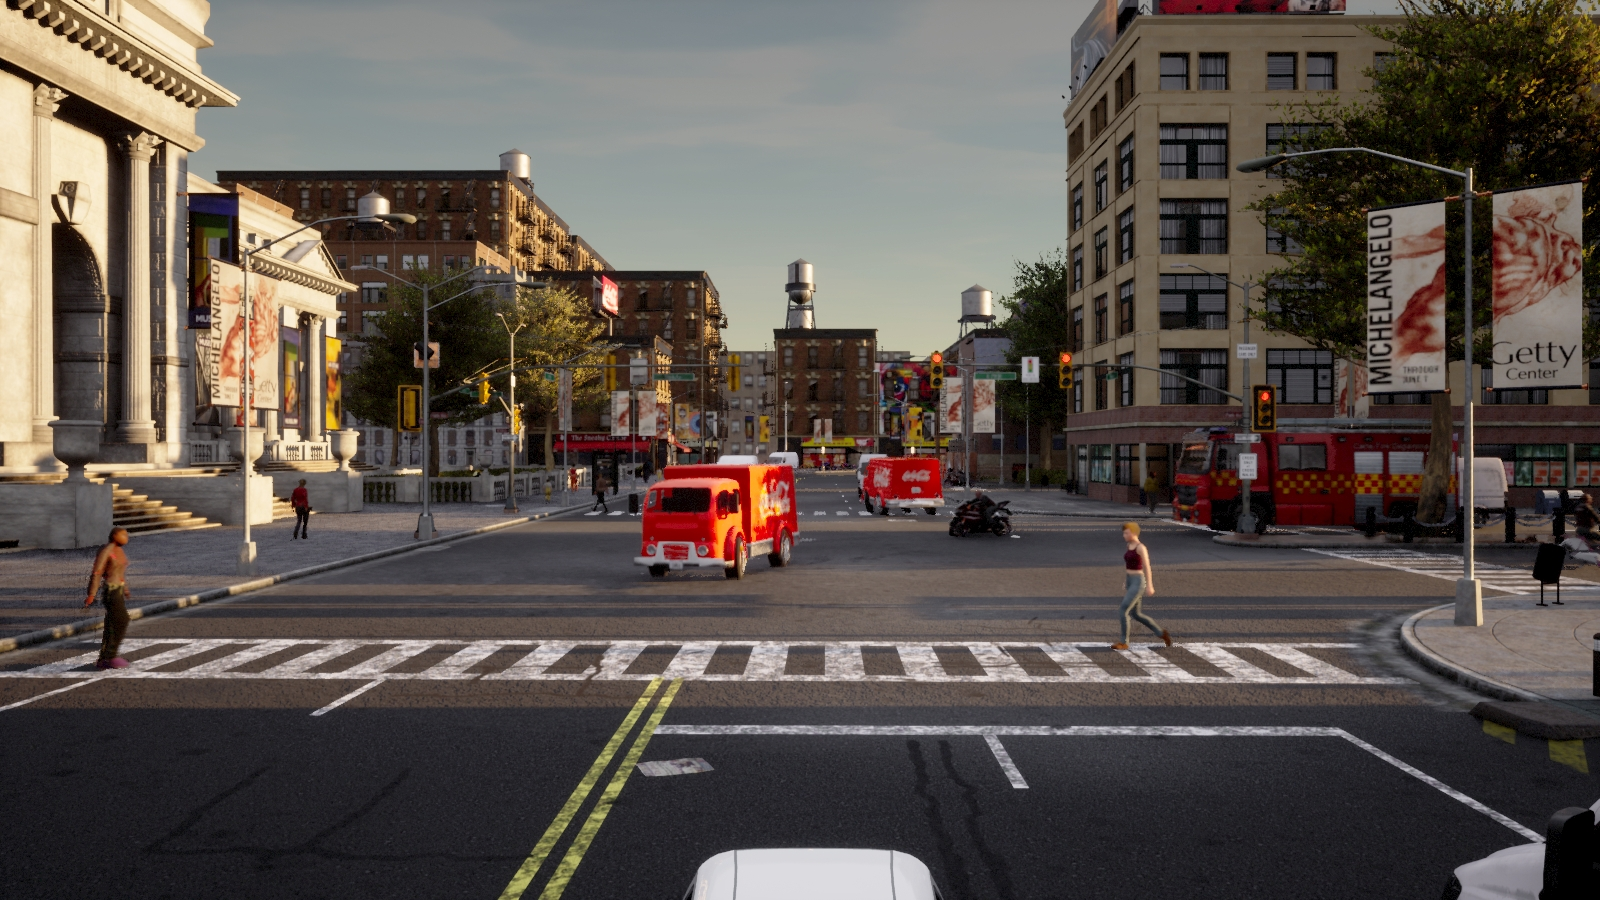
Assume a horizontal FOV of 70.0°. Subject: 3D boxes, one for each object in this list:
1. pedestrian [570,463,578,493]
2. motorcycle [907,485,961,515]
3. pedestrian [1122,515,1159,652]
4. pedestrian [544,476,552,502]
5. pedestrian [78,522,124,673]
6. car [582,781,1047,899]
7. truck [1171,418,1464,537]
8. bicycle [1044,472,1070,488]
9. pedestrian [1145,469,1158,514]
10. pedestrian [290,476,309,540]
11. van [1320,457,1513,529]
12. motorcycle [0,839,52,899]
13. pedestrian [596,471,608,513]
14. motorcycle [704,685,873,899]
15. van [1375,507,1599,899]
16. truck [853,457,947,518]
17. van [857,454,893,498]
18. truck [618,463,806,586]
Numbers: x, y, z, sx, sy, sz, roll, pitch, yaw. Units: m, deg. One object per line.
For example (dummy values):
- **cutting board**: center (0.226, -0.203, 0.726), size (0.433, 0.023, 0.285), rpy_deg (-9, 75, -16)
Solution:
- **pedestrian**: center (-13.843, 1.697, 69.890), size (0.375, 1.860, 0.375), rpy_deg (0, 0, 3)
- **motorcycle**: center (5.886, 2.205, 50.296), size (2.209, 1.251, 0.867), rpy_deg (0, 0, -20)
- **pedestrian**: center (4.754, 1.849, 15.943), size (0.375, 1.860, 0.375), rpy_deg (0, 0, -7)
- **pedestrian**: center (-12.758, 1.976, 57.791), size (0.375, 1.300, 0.375), rpy_deg (0, 0, -10)
- **pedestrian**: center (-8.838, 1.849, 14.448), size (0.375, 1.860, 0.375), rpy_deg (0, 0, -7)
- **car**: center (0.047, 2.120, 3.817), size (1.481, 1.376, 2.207), rpy_deg (0, 0, 0)
- **truck**: center (17.058, 0.891, 38.088), size (8.468, 3.827, 2.891), rpy_deg (0, 0, 0)
- **bicycle**: center (19.002, 2.210, 84.479), size (1.835, 1.171, 0.329), rpy_deg (0, 0, 1)
- **pedestrian**: center (14.425, 1.696, 46.867), size (0.375, 1.860, 0.375), rpy_deg (0, 0, -13)
- **pedestrian**: center (-14.604, 1.696, 33.360), size (0.375, 1.860, 0.375), rpy_deg (0, 0, 6)
- **van**: center (22.348, 1.534, 41.582), size (5.915, 2.561, 1.988), rpy_deg (0, 0, 1)
- **motorcycle**: center (-3.479, 2.205, 3.533), size (0.867, 1.251, 2.209), rpy_deg (0, 0, 1)
- **pedestrian**: center (-8.719, 1.848, 50.276), size (0.375, 1.860, 0.375), rpy_deg (0, 0, 28)
- **motorcycle**: center (-0.047, 2.182, 6.691), size (0.856, 1.236, 1.805), rpy_deg (0, 0, 1)
- **van**: center (3.538, 1.534, 2.141), size (1.988, 2.561, 5.915), rpy_deg (0, 0, 1)
- **truck**: center (4.316, 1.568, 50.281), size (2.627, 2.467, 5.204), rpy_deg (-1, 0, -13)
- **van**: center (4.657, 1.534, 69.854), size (1.988, 2.561, 5.915), rpy_deg (0, 0, 6)
- **truck**: center (-1.859, 1.566, 26.326), size (2.627, 2.467, 5.204), rpy_deg (-1, 0, 16)
